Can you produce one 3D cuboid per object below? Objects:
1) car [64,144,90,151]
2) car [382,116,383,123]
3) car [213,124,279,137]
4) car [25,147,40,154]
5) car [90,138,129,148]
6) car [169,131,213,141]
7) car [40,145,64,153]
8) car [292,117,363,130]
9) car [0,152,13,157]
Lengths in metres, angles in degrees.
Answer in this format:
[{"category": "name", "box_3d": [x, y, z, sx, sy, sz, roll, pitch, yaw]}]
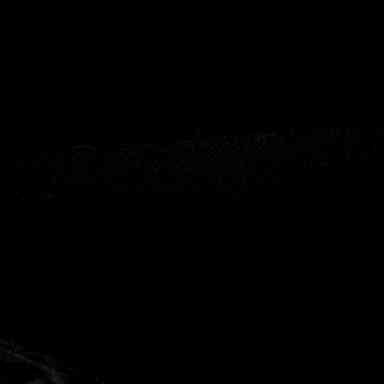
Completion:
[{"category": "car", "box_3d": [-12.519, -4.933, 38.933, 4.674, 1.452, 2.002, 2, 1, 39]}, {"category": "car", "box_3d": [13.248, -3.942, 18.264, 5.008, 1.535, 2.097, 3, 2, 37]}, {"category": "car", "box_3d": [4.458, -4.328, 25.026, 4.892, 1.521, 2.231, 2, 1, 39]}, {"category": "car", "box_3d": [-21.170, -5.414, 46.026, 4.553, 1.767, 2.185, 2, 1, 39]}, {"category": "car", "box_3d": [-8.269, -4.941, 35.449, 4.553, 1.767, 2.185, 2, 1, 39]}, {"category": "car", "box_3d": [0.186, -4.499, 28.517, 4.892, 1.521, 2.231, 2, 1, 39]}, {"category": "car", "box_3d": [-16.903, -5.260, 42.528, 4.553, 1.767, 2.185, 2, 1, 39]}, {"category": "car", "box_3d": [8.816, -4.097, 21.599, 4.674, 1.452, 2.002, 3, 2, 38]}, {"category": "car", "box_3d": [-29.690, -5.583, 53.010, 4.892, 1.521, 2.231, 2, 1, 39]}]
